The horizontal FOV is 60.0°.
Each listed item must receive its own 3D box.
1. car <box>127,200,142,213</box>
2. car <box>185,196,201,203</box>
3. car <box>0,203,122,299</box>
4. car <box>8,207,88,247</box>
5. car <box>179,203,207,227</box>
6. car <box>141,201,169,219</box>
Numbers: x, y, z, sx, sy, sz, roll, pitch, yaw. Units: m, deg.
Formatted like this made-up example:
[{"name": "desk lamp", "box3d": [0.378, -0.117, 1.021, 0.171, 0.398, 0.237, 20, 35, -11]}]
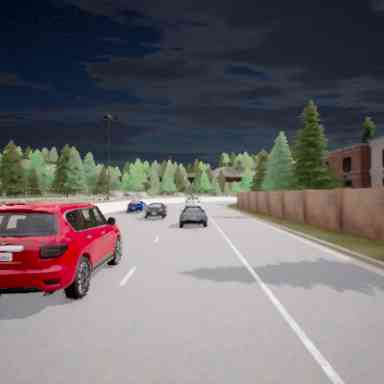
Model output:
[{"name": "car", "box3d": [-6.897, 1.763, 41.815, 1.882, 1.535, 5.008, 0, 0, 0]}, {"name": "car", "box3d": [0.112, 1.553, 48.595, 2.150, 2.045, 5.566, 0, 0, 0]}, {"name": "car", "box3d": [-3.397, 1.282, 8.712, 2.150, 2.045, 5.566, 0, 0, 0]}, {"name": "car", "box3d": [-6.898, 1.620, 16.607, 1.837, 1.490, 4.892, 0, 0, 0]}, {"name": "car", "box3d": [0.099, 1.733, 24.657, 1.994, 1.385, 4.181, 0, 0, 0]}, {"name": "car", "box3d": [-3.394, 1.744, 32.022, 1.812, 1.442, 4.674, 0, 0, 0]}]
